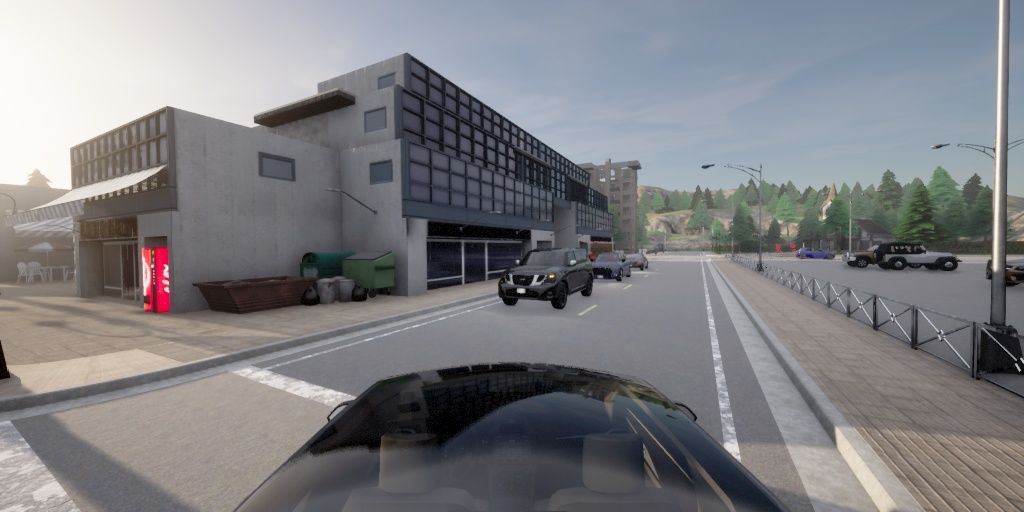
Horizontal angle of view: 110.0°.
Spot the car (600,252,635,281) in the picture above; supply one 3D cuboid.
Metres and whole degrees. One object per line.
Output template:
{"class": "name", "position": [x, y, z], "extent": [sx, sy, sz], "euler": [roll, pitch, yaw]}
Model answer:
{"class": "car", "position": [6.125, 0.561, 22.651], "extent": [2.097, 1.767, 4.553], "euler": [0, 2, 28]}

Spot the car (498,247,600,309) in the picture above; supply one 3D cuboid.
{"class": "car", "position": [1.567, 0.693, 13.935], "extent": [2.150, 2.045, 5.566], "euler": [0, 1, 28]}

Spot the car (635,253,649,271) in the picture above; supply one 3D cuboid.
{"class": "car", "position": [10.871, 0.462, 31.716], "extent": [1.812, 1.442, 4.674], "euler": [0, 2, 28]}
